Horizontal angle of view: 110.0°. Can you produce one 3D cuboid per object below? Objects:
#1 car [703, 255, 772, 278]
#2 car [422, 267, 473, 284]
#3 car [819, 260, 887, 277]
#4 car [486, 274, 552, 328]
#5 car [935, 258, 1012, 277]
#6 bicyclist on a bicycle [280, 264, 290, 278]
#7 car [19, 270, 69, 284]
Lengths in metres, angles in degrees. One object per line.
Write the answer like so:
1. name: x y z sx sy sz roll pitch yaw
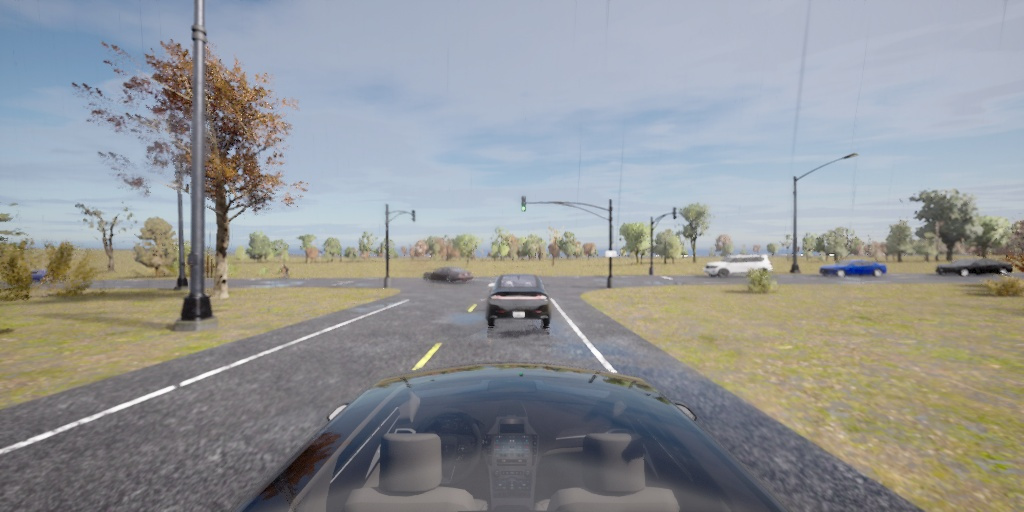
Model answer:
1. car: 21.068 0.968 33.542 5.566 2.045 2.150 -1 1 4
2. car: -5.873 1.675 32.534 5.357 1.411 2.033 0 1 41
3. car: 31.076 1.105 32.788 5.008 1.535 1.882 -1 1 4
4. car: 0.216 1.338 11.824 2.128 1.511 4.902 0 0 1
5. car: 41.110 0.991 32.023 5.008 1.535 1.882 -1 1 4
6. bicyclist on a bicycle: -25.923 1.749 41.001 0.582 1.620 1.656 -1 0 4
7. car: -50.769 2.188 38.859 4.674 1.442 1.812 -1 1 4
